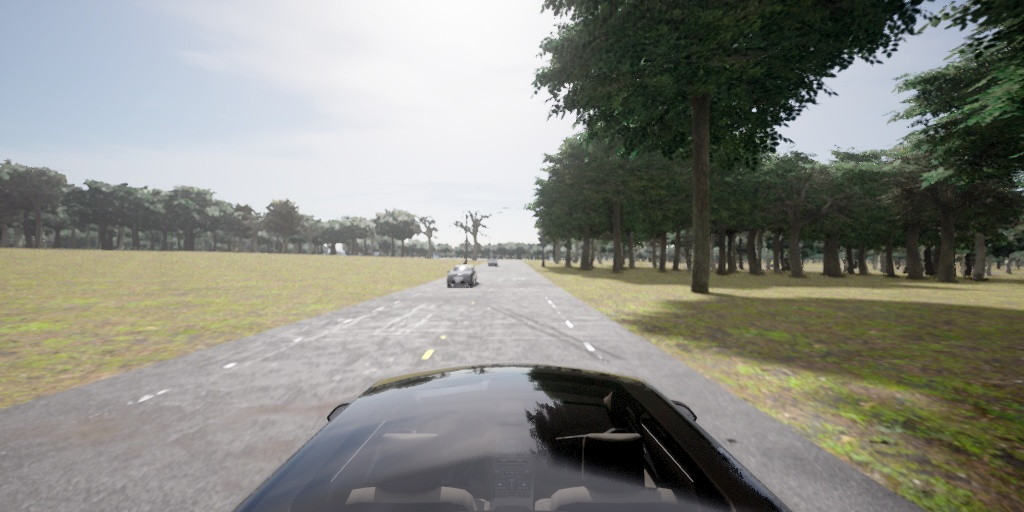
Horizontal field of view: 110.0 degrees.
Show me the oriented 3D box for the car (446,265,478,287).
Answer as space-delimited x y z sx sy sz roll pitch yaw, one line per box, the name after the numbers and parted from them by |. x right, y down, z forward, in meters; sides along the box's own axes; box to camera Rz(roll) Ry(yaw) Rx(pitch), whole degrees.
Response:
-3.603 1.417 26.436 2.128 1.511 4.902 0 0 0 | car
